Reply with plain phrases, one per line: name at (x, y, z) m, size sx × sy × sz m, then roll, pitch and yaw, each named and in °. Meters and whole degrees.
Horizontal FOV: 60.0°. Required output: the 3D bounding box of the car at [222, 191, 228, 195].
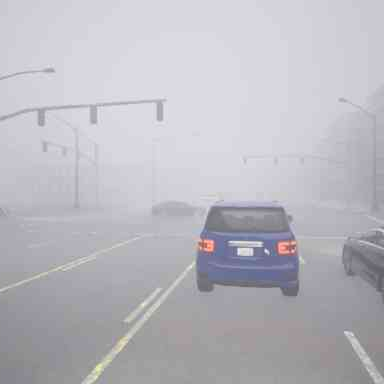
car at (4.515, 0.926, 57.649) m, size 2.150 × 2.045 × 5.566 m, roll 0°, pitch 1°, yaw 11°

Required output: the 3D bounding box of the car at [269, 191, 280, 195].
car at (18.732, 0.881, 74.962) m, size 2.128 × 1.511 × 4.902 m, roll 0°, pitch 1°, yaw 11°

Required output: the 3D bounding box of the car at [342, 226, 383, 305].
car at (4.779, 1.492, 7.389) m, size 2.128 × 1.511 × 4.902 m, roll 0°, pitch 0°, yaw 11°

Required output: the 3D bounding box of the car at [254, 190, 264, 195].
car at (15.261, 0.904, 75.459) m, size 1.994 × 1.385 × 4.181 m, roll 0°, pitch 1°, yaw 11°

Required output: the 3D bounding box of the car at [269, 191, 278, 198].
car at (20.711, 0.552, 84.965) m, size 2.097 × 1.767 × 4.553 m, roll 0°, pitch 1°, yaw 11°

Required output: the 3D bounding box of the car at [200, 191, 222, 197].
car at (2.489, 1.079, 47.462) m, size 2.150 × 2.045 × 5.566 m, roll 0°, pitch 1°, yaw 11°

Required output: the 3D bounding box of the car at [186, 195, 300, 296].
car at (1.511, 1.221, 8.911) m, size 2.150 × 2.045 × 5.566 m, roll 0°, pitch 0°, yaw 11°

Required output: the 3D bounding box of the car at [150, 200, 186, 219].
car at (-1.143, 1.472, 28.290) m, size 4.892 × 1.490 × 1.837 m, roll 0°, pitch 1°, yaw -11°

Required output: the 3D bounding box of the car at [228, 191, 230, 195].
car at (6.615, 0.741, 67.889) m, size 2.150 × 2.045 × 5.566 m, roll 0°, pitch 1°, yaw 12°

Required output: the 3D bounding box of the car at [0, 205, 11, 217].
car at (-18.424, 1.492, 29.171) m, size 4.902 × 1.511 × 2.128 m, roll 0°, pitch 0°, yaw 10°
